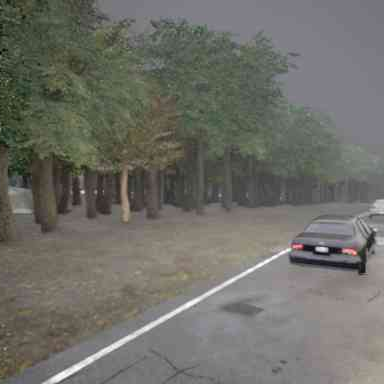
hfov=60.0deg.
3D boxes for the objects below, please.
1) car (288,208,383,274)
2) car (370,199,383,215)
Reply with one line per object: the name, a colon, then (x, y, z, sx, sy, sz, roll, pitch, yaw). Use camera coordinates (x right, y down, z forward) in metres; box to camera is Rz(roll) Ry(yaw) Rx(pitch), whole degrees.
car: (4.517, 1.429, 10.265, 2.033, 1.411, 5.357, 0, 1, 32)
car: (15.585, 1.334, 26.965, 1.812, 1.442, 4.674, 0, 0, 35)
